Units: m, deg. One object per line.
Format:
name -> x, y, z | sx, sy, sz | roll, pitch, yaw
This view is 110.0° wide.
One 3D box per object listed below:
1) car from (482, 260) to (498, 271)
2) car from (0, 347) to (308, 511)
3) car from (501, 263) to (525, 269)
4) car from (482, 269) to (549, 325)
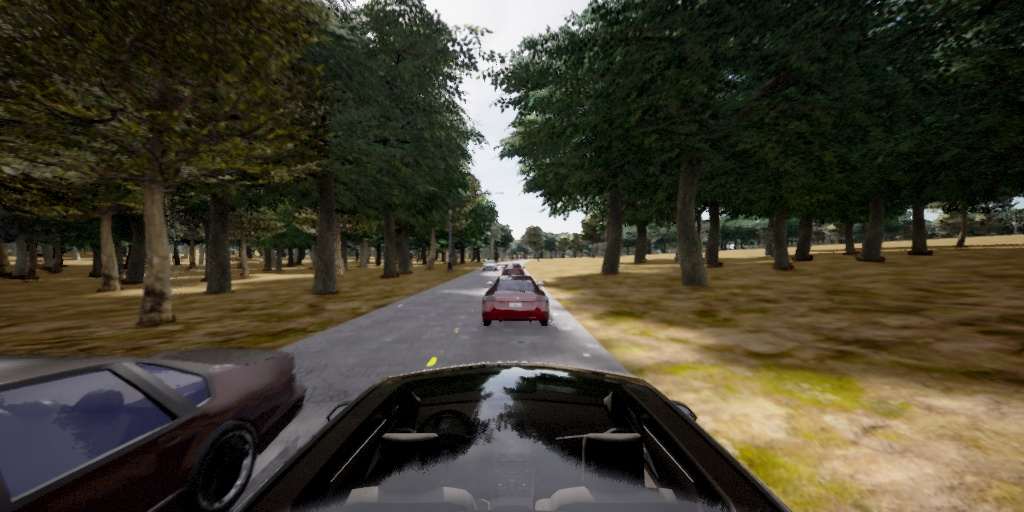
car -> -2.986, 1.290, 48.898 | 1.812, 1.442, 4.674 | 0, 0, 0
car -> -3.102, 1.298, 1.464 | 2.033, 1.411, 5.357 | 0, 0, 0
car -> 0.109, 1.284, 29.257 | 1.812, 1.442, 4.674 | 0, 0, 0
car -> 0.102, 1.313, 11.844 | 1.994, 1.385, 4.181 | 0, 0, 0
